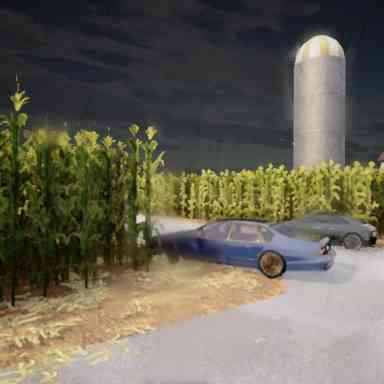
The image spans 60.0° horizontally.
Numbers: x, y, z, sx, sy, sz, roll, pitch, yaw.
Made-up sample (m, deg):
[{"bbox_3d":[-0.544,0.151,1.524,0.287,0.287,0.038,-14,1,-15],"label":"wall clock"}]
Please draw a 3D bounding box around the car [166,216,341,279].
[{"bbox_3d":[1.270,1.464,9.728,5.357,1.411,2.033,0,0,30],"label":"car"}]

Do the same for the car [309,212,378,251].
[{"bbox_3d":[5.443,1.551,14.034,4.181,1.385,1.994,0,-1,36],"label":"car"}]
